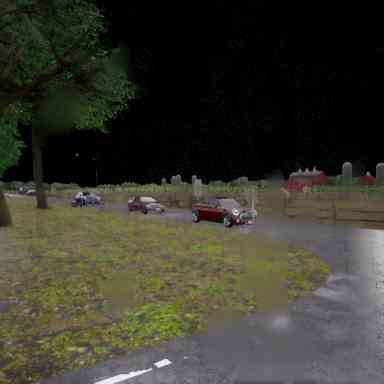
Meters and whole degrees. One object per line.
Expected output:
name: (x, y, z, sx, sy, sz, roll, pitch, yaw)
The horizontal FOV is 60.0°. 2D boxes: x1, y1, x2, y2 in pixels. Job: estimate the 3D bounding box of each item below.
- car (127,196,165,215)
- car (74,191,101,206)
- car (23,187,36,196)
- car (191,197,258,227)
car: (-4.153, 1.114, 29.147, 1.812, 1.442, 4.674, -1, 1, -36)
car: (-13.095, 0.722, 41.528, 2.097, 1.767, 4.553, -1, 1, -36)
car: (-40.873, 0.225, 84.804, 1.882, 1.535, 5.008, -1, 1, -36)
car: (1.956, 1.109, 20.753, 2.097, 1.767, 4.553, -1, 2, -37)
